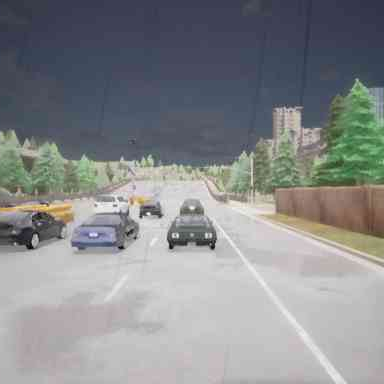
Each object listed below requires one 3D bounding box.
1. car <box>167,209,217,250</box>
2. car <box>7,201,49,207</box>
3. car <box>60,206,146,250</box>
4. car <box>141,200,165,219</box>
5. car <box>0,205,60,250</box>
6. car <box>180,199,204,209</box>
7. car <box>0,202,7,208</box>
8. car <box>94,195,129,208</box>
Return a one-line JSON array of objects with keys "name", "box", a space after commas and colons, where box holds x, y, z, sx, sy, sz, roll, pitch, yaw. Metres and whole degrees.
[{"name": "car", "box": [0.000, 1.614, 14.337, 1.895, 1.301, 4.718, 0, 0, 0]}, {"name": "car", "box": [-14.000, 1.558, 29.550, 1.812, 1.442, 4.674, 0, 0, 0]}, {"name": "car", "box": [-3.500, 1.561, 14.307, 2.033, 1.411, 5.357, 0, 0, 0]}, {"name": "car", "box": [-3.500, 1.515, 29.307, 1.837, 1.490, 4.892, 0, 0, 0]}, {"name": "car", "box": [-7.000, 1.514, 14.307, 1.837, 1.490, 4.892, 0, 0, 0]}, {"name": "car", "box": [0.000, 1.364, 29.277, 2.097, 1.767, 4.553, 0, 0, 0]}, {"name": "car", "box": [-17.500, 1.600, 29.550, 2.033, 1.411, 5.357, 0, 0, 0]}, {"name": "car", "box": [-7.000, 1.256, 29.337, 2.150, 2.045, 5.566, 0, 0, 0]}]
